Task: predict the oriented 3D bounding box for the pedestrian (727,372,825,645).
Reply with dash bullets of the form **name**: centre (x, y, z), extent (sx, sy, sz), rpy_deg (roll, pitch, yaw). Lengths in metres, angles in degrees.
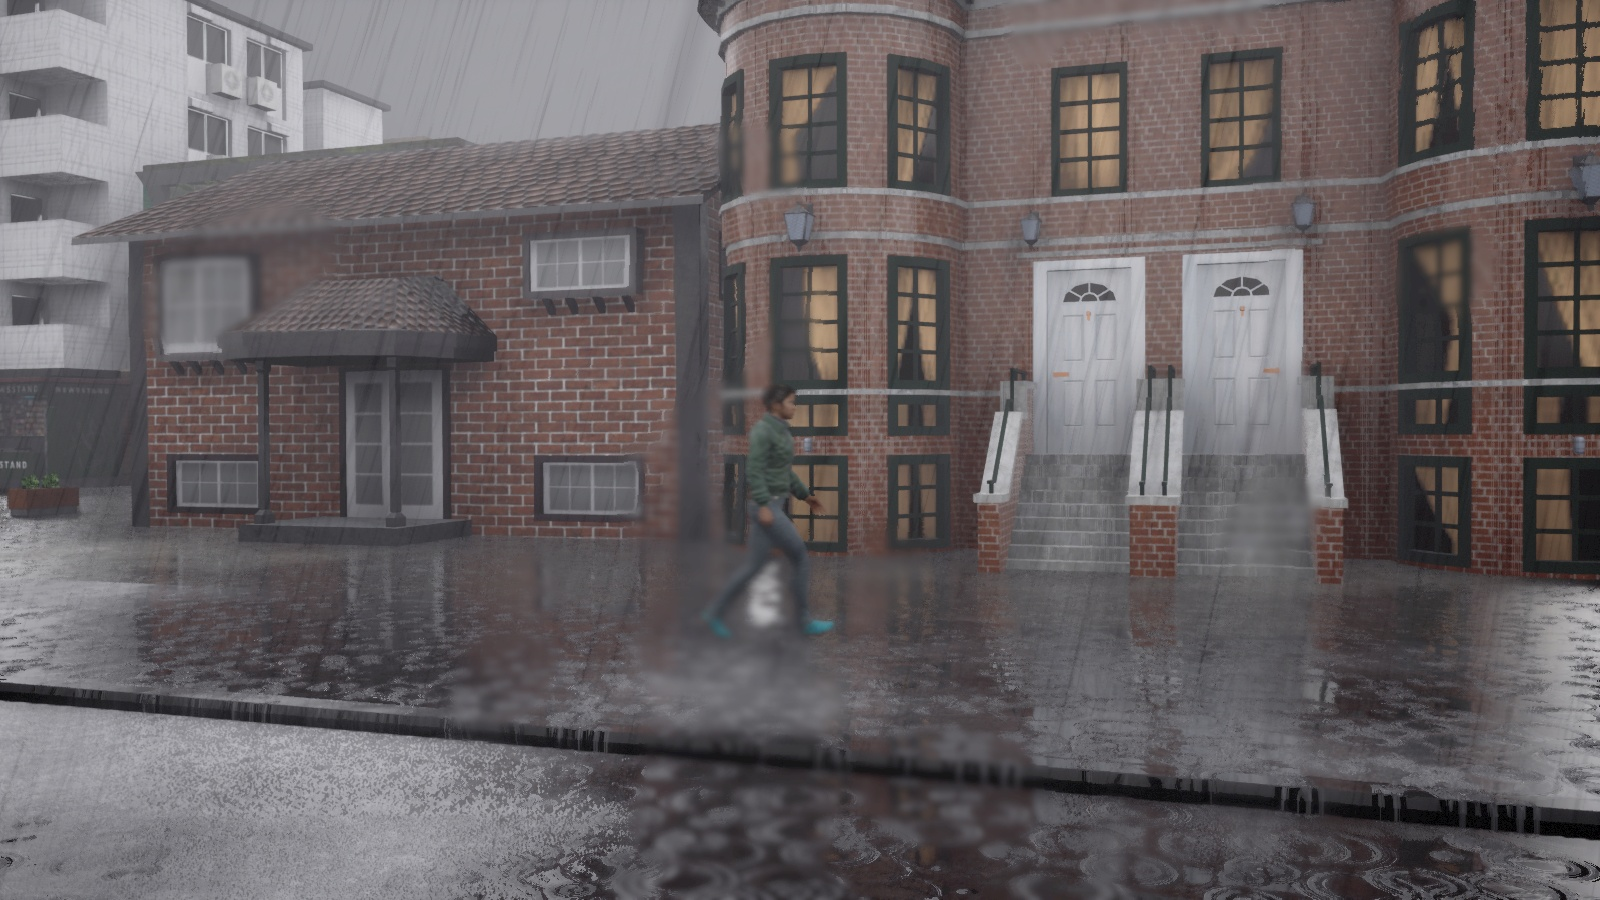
- **pedestrian**: centre (-0.165, 0.390, 8.721), extent (0.614, 1.847, 0.353), rpy_deg (0, 1, 12)
